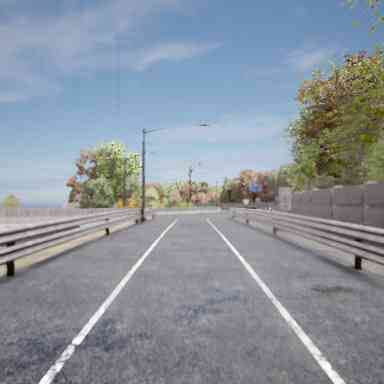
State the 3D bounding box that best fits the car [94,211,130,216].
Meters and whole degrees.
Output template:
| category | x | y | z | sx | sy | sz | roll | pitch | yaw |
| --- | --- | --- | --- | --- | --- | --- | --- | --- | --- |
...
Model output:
| category | x | y | z | sx | sy | sz | roll | pitch | yaw |
| --- | --- | --- | --- | --- | --- | --- | --- | --- | --- |
| car | -10.418 | 2.845 | 44.089 | 1.895 | 1.301 | 4.718 | -3 | -4 | 44 |
